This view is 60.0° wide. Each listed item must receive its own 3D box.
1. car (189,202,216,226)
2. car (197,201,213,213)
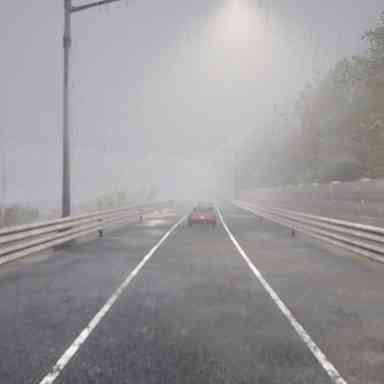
[{"bbox_3d":[0.794,1.724,24.917,1.994,1.385,4.181,0,0,3],"label":"car"},{"bbox_3d":[1.677,1.869,41.707,1.895,1.301,4.718,0,0,3],"label":"car"}]
